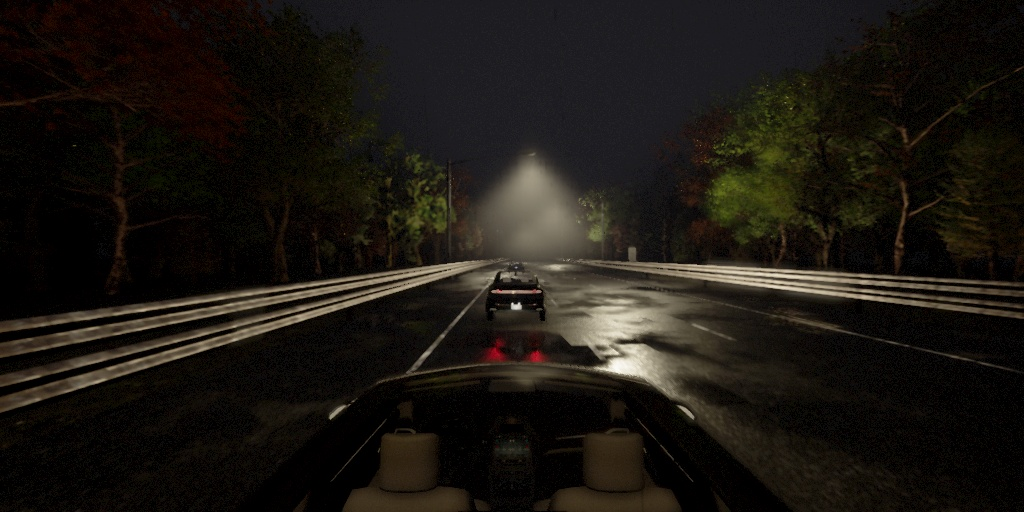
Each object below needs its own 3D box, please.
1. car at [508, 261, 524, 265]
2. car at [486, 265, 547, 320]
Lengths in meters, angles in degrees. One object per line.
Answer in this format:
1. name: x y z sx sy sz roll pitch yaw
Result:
1. car: 0.522 1.303 43.336 1.994 1.385 4.181 0 0 1
2. car: 0.138 1.239 12.588 2.128 1.511 4.902 0 0 0
